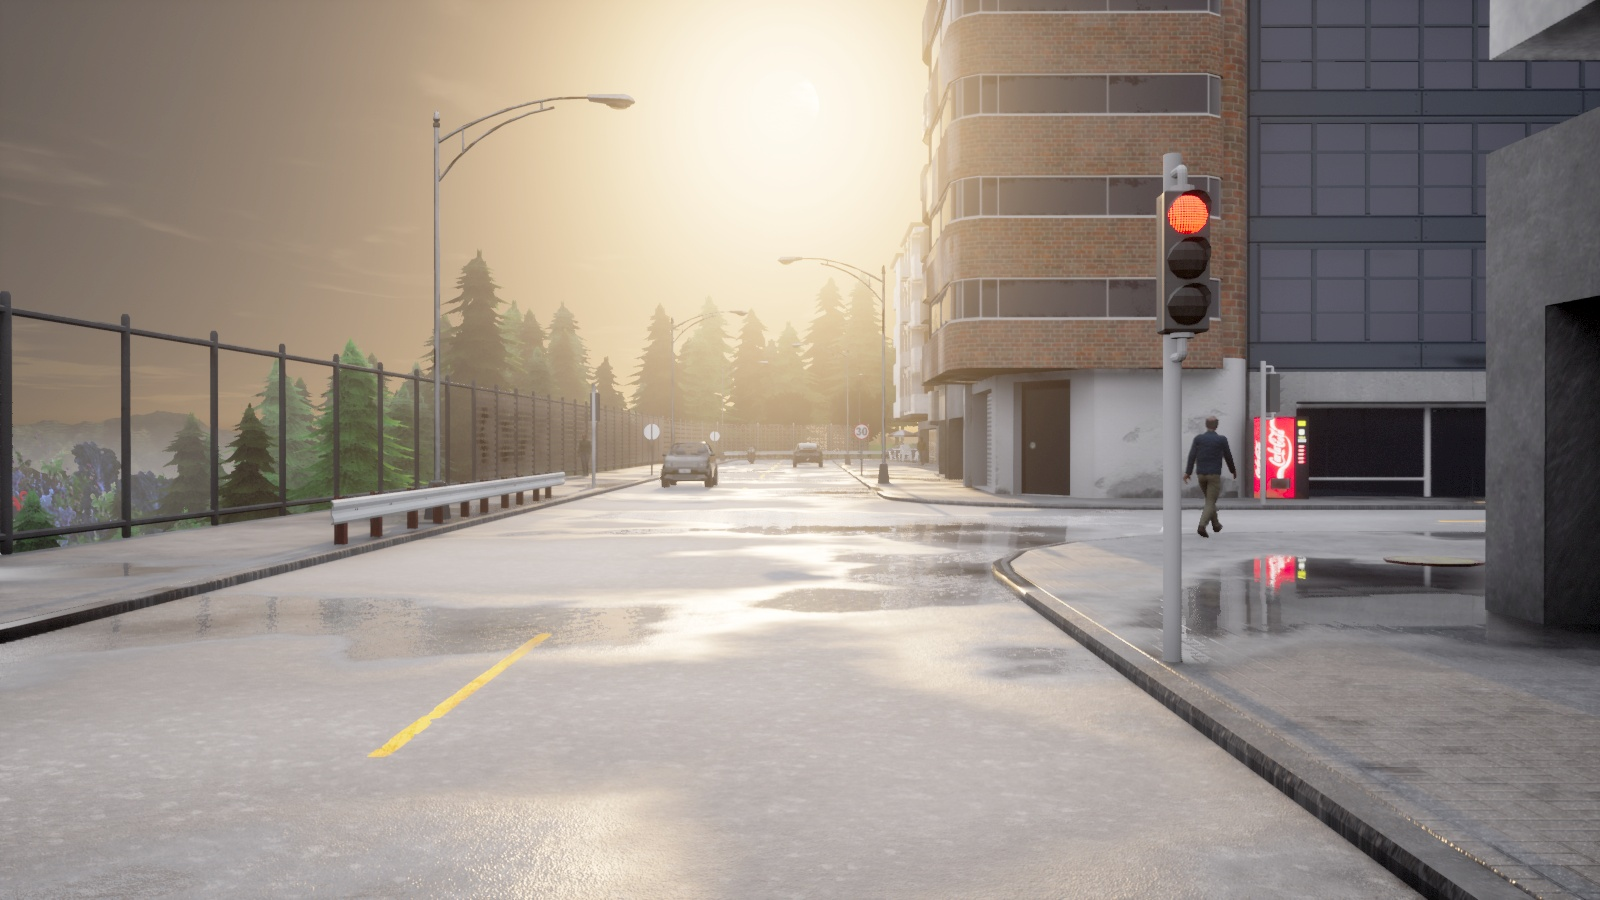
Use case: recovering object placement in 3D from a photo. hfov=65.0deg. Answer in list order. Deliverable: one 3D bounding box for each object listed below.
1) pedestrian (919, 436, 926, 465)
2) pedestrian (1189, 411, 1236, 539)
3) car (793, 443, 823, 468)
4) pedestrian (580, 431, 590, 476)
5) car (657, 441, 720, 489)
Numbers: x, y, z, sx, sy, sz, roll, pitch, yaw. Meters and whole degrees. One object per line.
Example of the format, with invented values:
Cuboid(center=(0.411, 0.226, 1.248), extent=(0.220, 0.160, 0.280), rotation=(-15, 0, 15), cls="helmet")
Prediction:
Cuboid(center=(7.754, 0.034, 79.566), extent=(0.431, 1.840, 0.709), rotation=(0, 0, 4), cls="pedestrian")
Cuboid(center=(6.079, 0.355, 18.502), extent=(0.402, 1.842, 0.726), rotation=(0, 0, 40), cls="pedestrian")
Cuboid(center=(0.490, 0.307, 78.744), extent=(1.837, 1.490, 4.892), rotation=(0, 0, 0), cls="car")
Cuboid(center=(-8.862, 0.157, 51.732), extent=(0.353, 1.847, 0.614), rotation=(0, 0, -2), cls="pedestrian")
Cuboid(center=(-3.730, 0.482, 42.560), extent=(1.789, 1.549, 3.705), rotation=(0, 0, 0), cls="car")
